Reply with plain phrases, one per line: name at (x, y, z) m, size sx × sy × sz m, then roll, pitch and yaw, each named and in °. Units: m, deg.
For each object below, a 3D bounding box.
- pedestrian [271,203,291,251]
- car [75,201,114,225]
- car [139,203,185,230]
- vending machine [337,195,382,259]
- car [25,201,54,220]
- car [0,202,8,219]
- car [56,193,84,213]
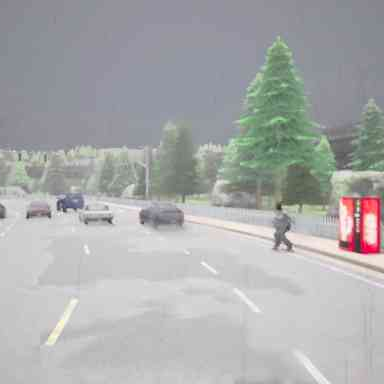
pedestrian at (3.305, 1.275, 12.366) m, size 0.375 × 1.860 × 0.375 m, roll 0°, pitch 0°, yaw -16°
car at (-7.094, 1.566, 24.242) m, size 1.895 × 1.301 × 4.718 m, roll 0°, pitch 0°, yaw -25°
car at (-2.031, 1.462, 21.181) m, size 2.128 × 1.511 × 4.902 m, roll 0°, pitch 0°, yaw -23°
vending machine at (5.851, 1.177, 11.669) m, size 1.100 × 2.100 × 0.880 m, roll 0°, pitch 0°, yaw -15°
car at (-12.958, 1.486, 28.197) m, size 1.812 × 1.442 × 4.674 m, roll 0°, pitch 0°, yaw -24°
car at (-16.522, 1.527, 27.583) m, size 1.994 × 1.385 × 4.181 m, roll 0°, pitch 0°, yaw -24°
car at (-13.499, 1.169, 36.791) m, size 2.150 × 2.045 × 5.566 m, roll 0°, pitch 0°, yaw -32°
